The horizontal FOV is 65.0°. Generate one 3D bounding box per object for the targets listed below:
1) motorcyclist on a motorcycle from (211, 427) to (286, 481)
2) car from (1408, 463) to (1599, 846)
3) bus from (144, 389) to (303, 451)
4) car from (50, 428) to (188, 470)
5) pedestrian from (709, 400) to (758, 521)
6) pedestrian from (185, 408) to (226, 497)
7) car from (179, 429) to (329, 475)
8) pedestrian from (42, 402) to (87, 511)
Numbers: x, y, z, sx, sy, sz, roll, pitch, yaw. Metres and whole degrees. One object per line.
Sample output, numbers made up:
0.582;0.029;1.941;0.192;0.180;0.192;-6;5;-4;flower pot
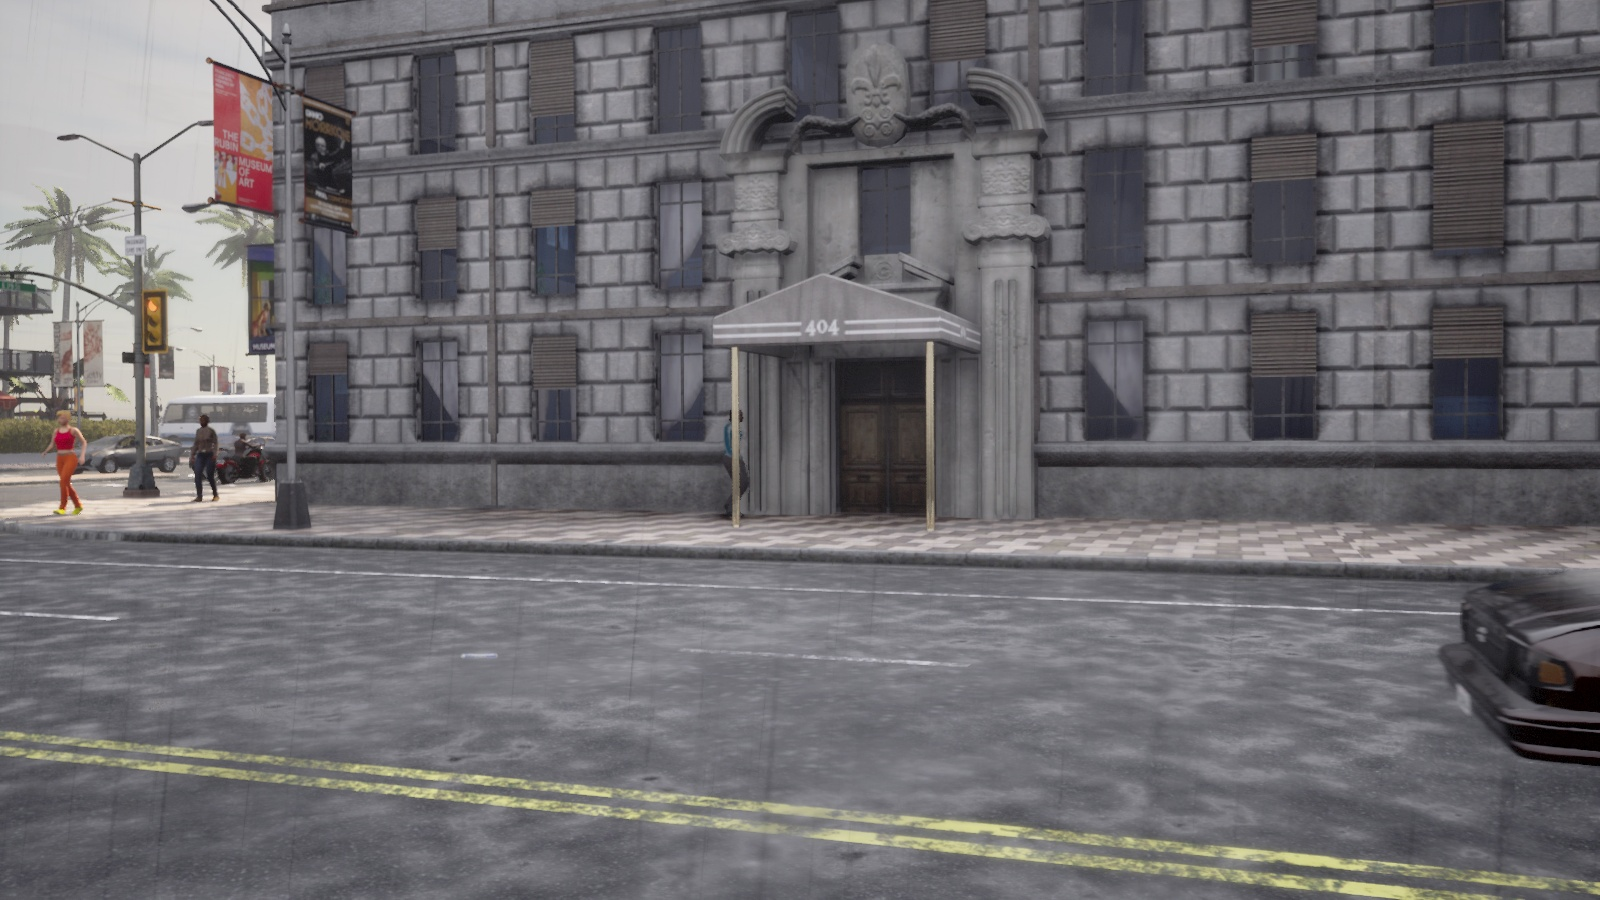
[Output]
-17.207;0.109;39.266;0.766;1.649;2.350;0;1;19;motorcyclist on a motorcycle
5.529;0.812;5.016;5.357;1.411;2.033;0;1;19;car
-41.094;-2.078;89.495;10.273;4.253;3.944;0;0;17;bus
-26.215;-0.066;48.545;2.007;1.525;4.514;0;1;19;car
-1.077;0.160;20.396;0.692;1.930;0.396;1;1;22;pedestrian
-12.214;0.042;25.803;0.328;1.805;0.869;0;1;8;pedestrian
-19.173;0.029;44.393;2.128;1.511;4.902;0;1;19;car
-12.671;0.106;21.651;0.345;1.836;0.594;0;1;14;pedestrian
